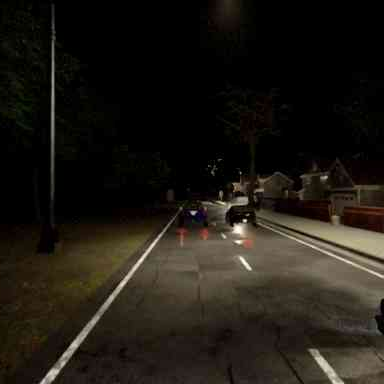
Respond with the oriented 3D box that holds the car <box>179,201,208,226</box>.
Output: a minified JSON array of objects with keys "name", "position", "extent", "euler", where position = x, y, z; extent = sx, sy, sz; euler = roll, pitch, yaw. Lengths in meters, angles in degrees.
[{"name":"car","position":[0.094,1.584,25.908],"extent":[2.097,1.767,4.553],"euler":[0,0,0]}]

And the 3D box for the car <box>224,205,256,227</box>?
[{"name":"car","position":[3.596,1.730,25.061],"extent":[1.837,1.490,4.892],"euler":[0,0,0]}]

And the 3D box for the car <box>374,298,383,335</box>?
[{"name":"car","position":[3.597,1.570,2.416],"extent":[2.033,1.411,5.357],"euler":[0,-1,0]}]

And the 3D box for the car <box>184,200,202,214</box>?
[{"name":"car","position":[0.087,1.864,42.105],"extent":[2.128,1.511,4.902],"euler":[0,-1,0]}]
